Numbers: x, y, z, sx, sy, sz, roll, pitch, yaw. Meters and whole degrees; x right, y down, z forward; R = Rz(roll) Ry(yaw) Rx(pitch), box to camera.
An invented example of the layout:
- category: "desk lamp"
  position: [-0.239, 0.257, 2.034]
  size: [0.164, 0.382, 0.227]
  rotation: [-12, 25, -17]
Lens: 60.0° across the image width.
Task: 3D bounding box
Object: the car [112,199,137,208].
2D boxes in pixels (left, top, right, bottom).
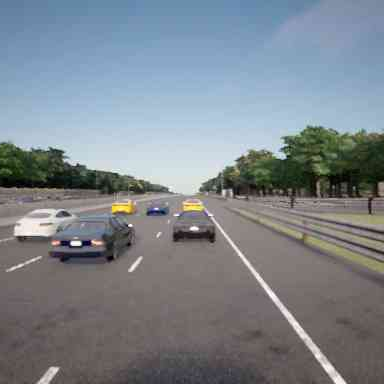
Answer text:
- category: "car"
  position: [-6.904, 1.478, 34.561]
  size: [1.882, 1.535, 5.008]
  rotation: [0, 0, 0]

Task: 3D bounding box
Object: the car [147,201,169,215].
- category: "car"
  position: [-3.404, 1.564, 33.624]
  size: [1.994, 1.385, 4.181]
  rotation: [0, 0, 0]

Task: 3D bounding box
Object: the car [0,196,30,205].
- category: "car"
  position: [-21.051, 1.354, 41.104]
  size: [2.097, 1.767, 4.553]
  rotation: [0, 0, 0]

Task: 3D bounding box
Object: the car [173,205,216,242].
- category: "car"
  position: [0.097, 1.567, 16.533]
  size: [1.994, 1.385, 4.181]
  rotation: [0, 0, 0]

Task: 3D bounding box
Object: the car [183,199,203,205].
- category: "car"
  position: [0.096, 1.478, 34.383]
  size: [1.882, 1.535, 5.008]
  rotation: [0, 0, 0]

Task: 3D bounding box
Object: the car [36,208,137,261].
- category: "car"
  position: [-3.402, 1.550, 12.259]
  size: [2.033, 1.411, 5.357]
  rotation: [0, 0, 0]

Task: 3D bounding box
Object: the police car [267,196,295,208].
- category: "police car"
  position: [12.422, 1.313, 46.960]
  size: [1.930, 1.638, 5.238]
  rotation: [0, 0, -19]

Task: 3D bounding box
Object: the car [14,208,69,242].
- category: "car"
  position: [-6.902, 1.529, 16.372]
  size: [1.812, 1.442, 4.674]
  rotation: [0, 0, 0]

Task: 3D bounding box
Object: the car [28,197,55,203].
- category: "car"
  position: [-17.559, 1.567, 40.279]
  size: [1.994, 1.385, 4.181]
  rotation: [0, 0, 1]
